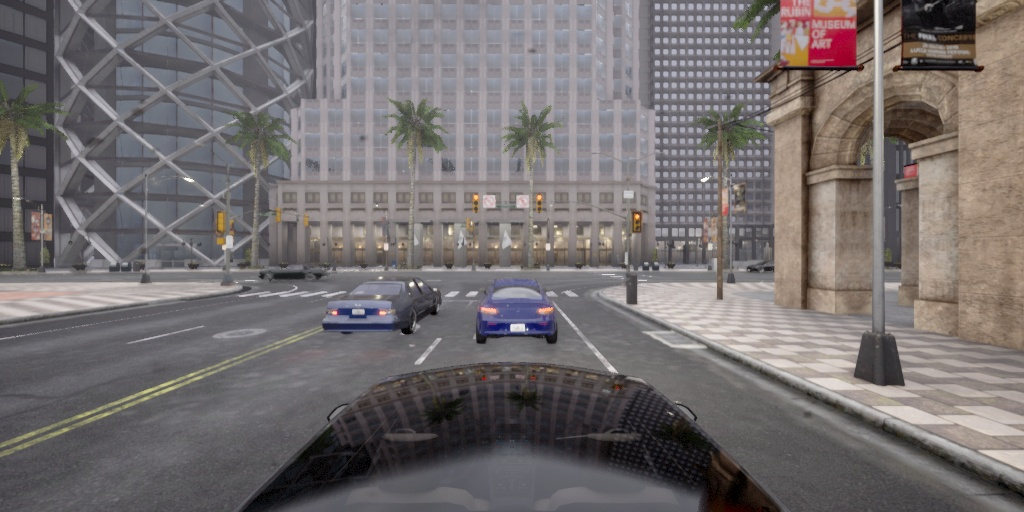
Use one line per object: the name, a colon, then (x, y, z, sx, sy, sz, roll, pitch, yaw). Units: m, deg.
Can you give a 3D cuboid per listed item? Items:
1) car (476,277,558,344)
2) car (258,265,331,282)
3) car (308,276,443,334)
car: (0.086, 1.274, 9.499, 1.812, 1.442, 4.674, 0, 0, -1)
car: (-17.113, 1.346, 28.318, 4.718, 1.301, 1.895, 0, 0, -11)
car: (-3.422, 1.296, 10.528, 2.033, 1.411, 5.357, 0, 0, 0)
